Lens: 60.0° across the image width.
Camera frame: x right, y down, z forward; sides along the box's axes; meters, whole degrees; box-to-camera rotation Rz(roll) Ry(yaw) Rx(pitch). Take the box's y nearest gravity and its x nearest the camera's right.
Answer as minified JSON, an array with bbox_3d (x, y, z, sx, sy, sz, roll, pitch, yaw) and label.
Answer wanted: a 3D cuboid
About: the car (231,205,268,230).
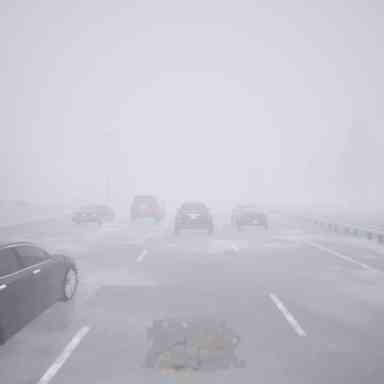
[{"bbox_3d":[3.593,1.527,21.204,1.812,1.442,4.674,0,0,0],"label":"car"}]

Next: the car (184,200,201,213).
[{"bbox_3d":[0.048,1.603,38.920,1.895,1.301,4.718,0,0,-1],"label":"car"}]

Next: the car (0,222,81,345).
[{"bbox_3d":[-3.402,1.505,5.379,1.837,1.490,4.892,0,0,0],"label":"car"}]

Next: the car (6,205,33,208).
[{"bbox_3d":[-17.624,1.526,33.320,1.812,1.442,4.674,0,0,0],"label":"car"}]

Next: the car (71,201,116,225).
[{"bbox_3d":[-6.908,1.548,23.794,2.033,1.411,5.357,0,0,0],"label":"car"}]

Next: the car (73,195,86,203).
[{"bbox_3d":[-24.175,1.473,71.794,1.882,1.535,5.008,0,0,-10],"label":"car"}]

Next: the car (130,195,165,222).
[{"bbox_3d":[-3.406,1.223,26.087,2.150,2.045,5.566,0,0,0],"label":"car"}]

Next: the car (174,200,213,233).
[{"bbox_3d":[0.094,1.353,19.784,2.097,1.767,4.553,0,0,0],"label":"car"}]
